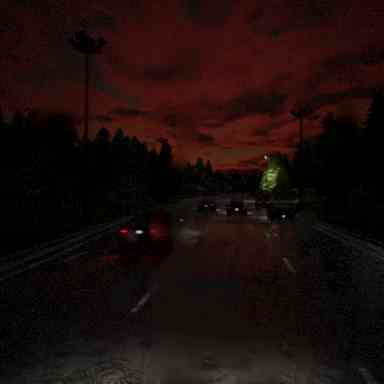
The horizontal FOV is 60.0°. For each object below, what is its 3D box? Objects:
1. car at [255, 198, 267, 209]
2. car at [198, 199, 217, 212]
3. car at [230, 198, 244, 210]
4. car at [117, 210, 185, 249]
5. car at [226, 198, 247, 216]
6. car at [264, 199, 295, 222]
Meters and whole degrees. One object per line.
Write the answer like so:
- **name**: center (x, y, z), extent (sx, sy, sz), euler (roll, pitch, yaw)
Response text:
- **car**: center (9.858, 1.601, 46.497), extent (2.128, 1.511, 4.902), euler (1, 0, 8)
- **car**: center (1.832, 1.552, 39.546), extent (1.994, 1.385, 4.181), euler (1, 0, 8)
- **car**: center (6.109, 1.576, 45.244), extent (1.812, 1.442, 4.674), euler (1, 0, 8)
- **car**: center (-1.580, 1.506, 14.519), extent (2.033, 1.411, 5.357), euler (1, 0, 8)
- **car**: center (4.445, 1.601, 32.963), extent (1.994, 1.385, 4.181), euler (1, 0, 8)
- **car**: center (7.223, 1.614, 27.277), extent (1.812, 1.442, 4.674), euler (1, 0, 8)
